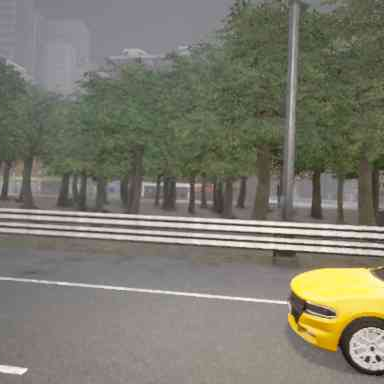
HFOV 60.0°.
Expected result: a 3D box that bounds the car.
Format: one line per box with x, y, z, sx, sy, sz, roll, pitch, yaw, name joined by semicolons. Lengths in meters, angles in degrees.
4.017;1.620;4.831;5.008;1.535;1.882;2;0;9;car
